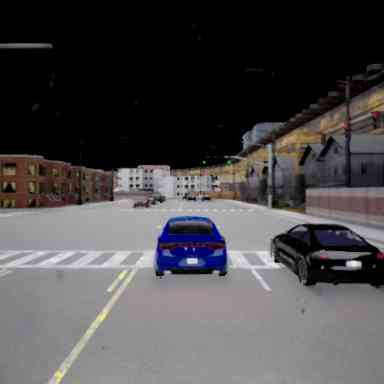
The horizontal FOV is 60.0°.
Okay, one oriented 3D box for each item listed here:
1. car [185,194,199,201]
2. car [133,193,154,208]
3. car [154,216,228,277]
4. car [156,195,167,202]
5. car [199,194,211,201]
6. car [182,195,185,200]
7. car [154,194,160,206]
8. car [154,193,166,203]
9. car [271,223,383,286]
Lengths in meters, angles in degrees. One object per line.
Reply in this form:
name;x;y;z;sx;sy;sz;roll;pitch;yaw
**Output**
car;-0.039;1.344;79.738;2.097;1.767;4.553;0;0;-3
car;-7.098;1.351;47.605;2.097;1.767;4.553;0;0;0
car;-0.084;1.477;10.300;1.882;1.535;5.008;0;0;-2
car;-7.022;1.538;77.146;2.033;1.411;5.357;0;0;0
car;3.450;1.470;80.627;1.882;1.535;5.008;0;0;-3
car;-1.204;1.410;89.859;2.033;1.411;5.357;0;0;-17
car;-7.068;1.524;56.405;1.812;1.442;4.674;0;0;0
car;-7.018;1.219;66.639;2.150;2.045;5.566;0;0;0
car;3.588;1.564;9.388;1.994;1.385;4.181;0;0;0
